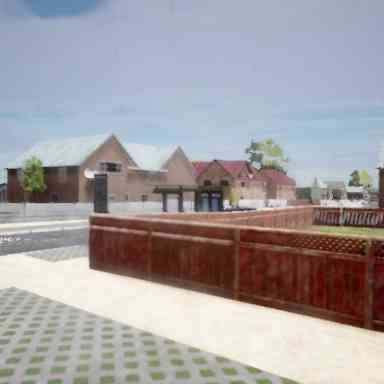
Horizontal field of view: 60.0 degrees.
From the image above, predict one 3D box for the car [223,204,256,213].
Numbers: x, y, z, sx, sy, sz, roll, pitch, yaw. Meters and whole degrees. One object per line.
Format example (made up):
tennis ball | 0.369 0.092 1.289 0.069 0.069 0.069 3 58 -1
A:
car | 5.028 1.993 35.638 1.895 1.301 4.718 1 0 36
